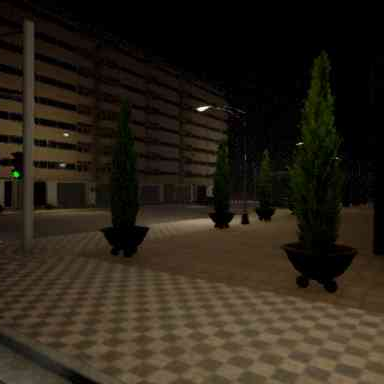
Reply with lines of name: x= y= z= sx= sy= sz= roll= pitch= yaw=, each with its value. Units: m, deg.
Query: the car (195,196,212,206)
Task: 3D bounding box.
car: x=2.614 y=1.369 z=49.999 sx=2.033 sy=1.411 sz=5.357 roll=0 pitch=0 yaw=37

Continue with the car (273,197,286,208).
car: x=12.227 y=1.434 z=45.345 sx=1.994 sy=1.385 sz=4.181 roll=0 pitch=0 yaw=36
